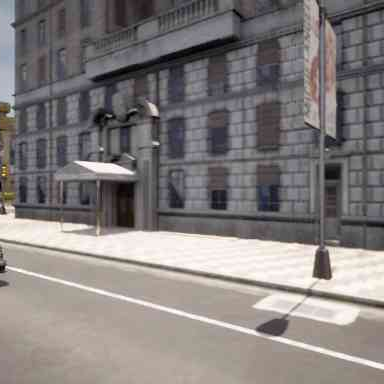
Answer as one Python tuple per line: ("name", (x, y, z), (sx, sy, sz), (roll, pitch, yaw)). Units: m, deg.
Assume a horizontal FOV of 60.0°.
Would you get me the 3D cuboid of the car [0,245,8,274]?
("car", (-7.001, 1.550, 8.874), (5.357, 1.411, 2.033), (0, 0, 36))
